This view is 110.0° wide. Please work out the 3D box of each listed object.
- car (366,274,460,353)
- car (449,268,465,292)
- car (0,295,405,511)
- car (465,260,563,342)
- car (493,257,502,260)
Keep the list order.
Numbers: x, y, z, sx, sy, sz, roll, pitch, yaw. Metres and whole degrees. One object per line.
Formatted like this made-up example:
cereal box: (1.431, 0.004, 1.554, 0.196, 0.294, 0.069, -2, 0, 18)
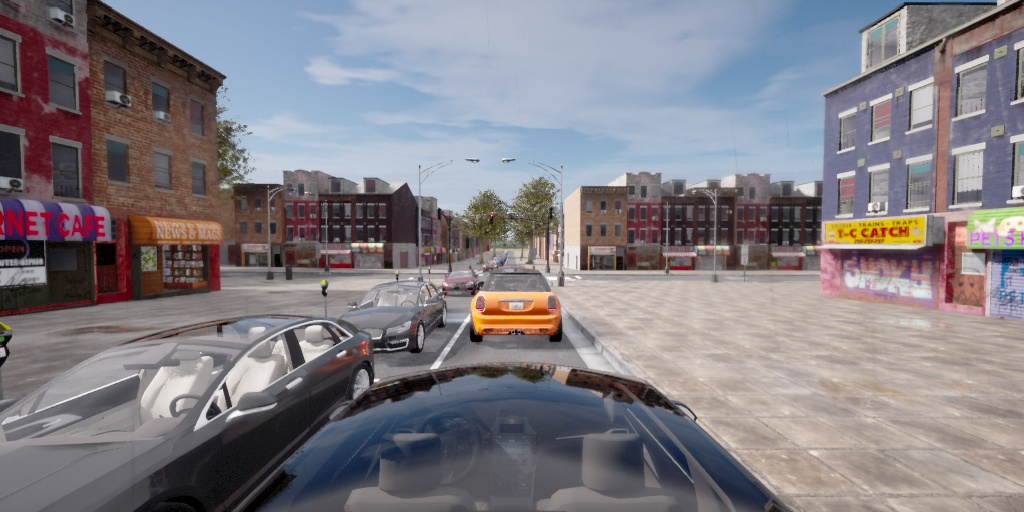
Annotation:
car: (-2.653, 1.299, 8.596, 2.007, 1.370, 4.403, 0, 0, 0)
car: (-2.673, 1.337, 19.490, 1.802, 1.307, 4.207, 0, 0, 0)
car: (-2.643, 1.300, 3.147, 2.007, 1.370, 4.403, 0, 0, 0)
car: (0.085, 1.101, 9.905, 2.097, 1.767, 4.553, 0, 0, 0)
car: (-2.722, 1.246, 46.265, 1.967, 1.591, 4.097, 0, 0, 0)
